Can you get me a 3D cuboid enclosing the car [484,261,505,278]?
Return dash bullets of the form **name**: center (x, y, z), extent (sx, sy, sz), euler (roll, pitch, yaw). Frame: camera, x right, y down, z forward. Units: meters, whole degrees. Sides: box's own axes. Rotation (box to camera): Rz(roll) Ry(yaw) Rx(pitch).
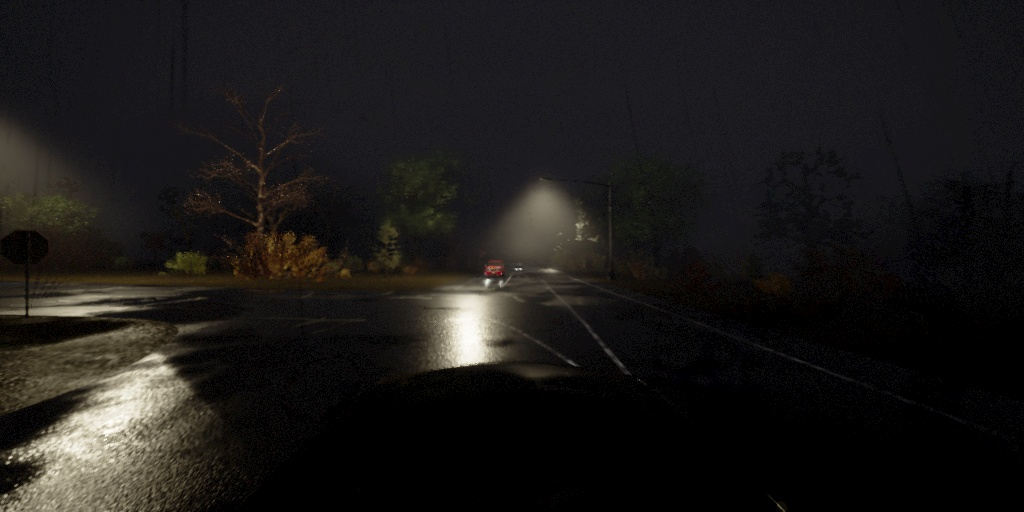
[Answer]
- **car**: center (-1.994, 1.562, 42.665), extent (2.150, 2.045, 5.566), euler (0, -1, 2)
